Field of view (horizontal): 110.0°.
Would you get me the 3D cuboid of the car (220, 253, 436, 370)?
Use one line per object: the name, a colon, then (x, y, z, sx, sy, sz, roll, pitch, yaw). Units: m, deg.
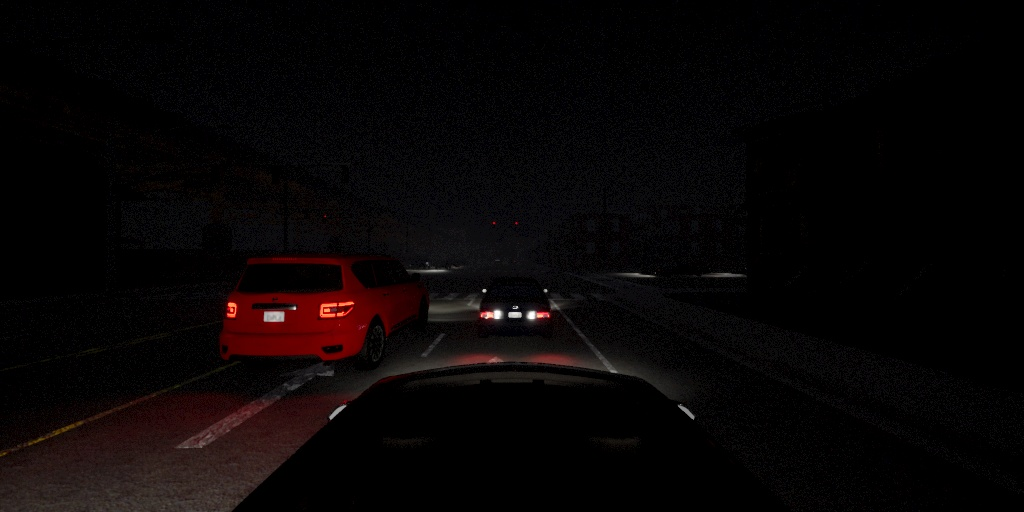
car: (-3.427, 0.971, 7.877, 2.150, 2.045, 5.566, 0, 0, 0)

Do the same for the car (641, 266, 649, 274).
car: (17.097, 1.297, 39.380, 5.357, 1.411, 2.033, 0, 0, 2)

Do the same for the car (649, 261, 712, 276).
car: (16.992, 1.297, 35.895, 5.357, 1.411, 2.033, 0, 0, 0)

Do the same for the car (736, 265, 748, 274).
car: (27.305, 1.255, 39.386, 4.892, 1.490, 1.837, 0, 0, 0)

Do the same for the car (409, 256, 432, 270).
car: (-14.082, 0.971, 55.596, 2.150, 2.045, 5.566, 0, 0, 0)

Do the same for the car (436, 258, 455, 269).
car: (-10.587, 1.242, 55.104, 2.128, 1.511, 4.902, 0, 0, 0)

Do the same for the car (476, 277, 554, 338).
car: (0.081, 1.297, 10.130, 2.033, 1.411, 5.357, 0, 0, 0)
